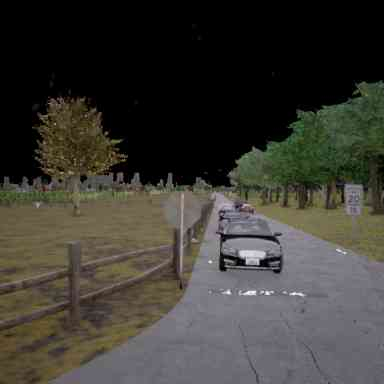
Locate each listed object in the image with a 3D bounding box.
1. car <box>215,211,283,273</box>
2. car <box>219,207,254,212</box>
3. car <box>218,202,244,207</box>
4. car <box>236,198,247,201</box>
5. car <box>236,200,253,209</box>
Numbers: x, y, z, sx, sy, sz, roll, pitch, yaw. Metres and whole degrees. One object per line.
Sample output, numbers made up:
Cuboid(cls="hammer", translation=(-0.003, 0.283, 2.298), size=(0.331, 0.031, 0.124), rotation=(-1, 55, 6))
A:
Cuboid(cls="car", translation=(1.885, 1.659, 11.447), size=(2.128, 1.511, 4.902), rotation=(1, -1, 6))
Cuboid(cls="car", translation=(2.658, 1.876, 21.012), size=(1.994, 1.385, 4.181), rotation=(1, -1, 4))
Cuboid(cls="car", translation=(3.458, 2.018, 31.567), size=(2.033, 1.411, 5.357), rotation=(1, -1, 4))
Cuboid(cls="car", translation=(8.302, 2.097, 56.386), size=(2.150, 2.045, 5.566), rotation=(1, -1, 4))
Cuboid(cls="car", translation=(7.549, 2.272, 46.606), size=(1.812, 1.442, 4.674), rotation=(1, -1, 4))
